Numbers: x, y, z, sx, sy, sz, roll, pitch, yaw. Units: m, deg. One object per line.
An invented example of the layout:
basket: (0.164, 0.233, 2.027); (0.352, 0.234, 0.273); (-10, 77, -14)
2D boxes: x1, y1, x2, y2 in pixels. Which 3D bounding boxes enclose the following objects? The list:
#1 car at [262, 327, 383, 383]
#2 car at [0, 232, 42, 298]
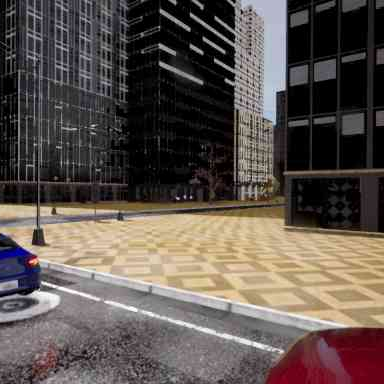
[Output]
car: (2.437, 1.564, 1.937); (4.181, 1.385, 1.994); (0, 0, 35)
car: (-5.160, 1.523, 7.371); (4.674, 1.442, 1.812); (0, 0, 36)
